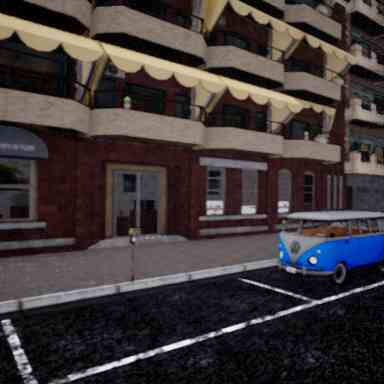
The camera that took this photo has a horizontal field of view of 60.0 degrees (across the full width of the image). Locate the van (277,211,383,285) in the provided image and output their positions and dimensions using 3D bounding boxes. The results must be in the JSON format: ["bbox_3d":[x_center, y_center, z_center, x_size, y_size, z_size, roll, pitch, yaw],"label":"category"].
[{"bbox_3d":[4.198,1.450,9.552,3.998,1.788,1.690,1,0,-36],"label":"van"}]
